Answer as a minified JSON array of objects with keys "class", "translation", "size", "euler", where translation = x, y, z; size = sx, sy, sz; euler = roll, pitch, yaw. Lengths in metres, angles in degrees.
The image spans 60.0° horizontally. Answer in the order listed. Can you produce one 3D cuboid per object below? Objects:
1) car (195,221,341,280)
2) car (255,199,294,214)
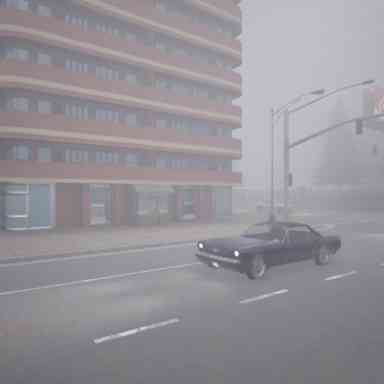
[{"class":"car","translation":[2.409,1.601,10.061],"size":[4.718,1.301,1.895],"euler":[0,0,-36]},{"class":"car","translation":[8.877,1.525,36.170],"size":[1.812,1.442,4.674],"euler":[0,0,-36]}]
